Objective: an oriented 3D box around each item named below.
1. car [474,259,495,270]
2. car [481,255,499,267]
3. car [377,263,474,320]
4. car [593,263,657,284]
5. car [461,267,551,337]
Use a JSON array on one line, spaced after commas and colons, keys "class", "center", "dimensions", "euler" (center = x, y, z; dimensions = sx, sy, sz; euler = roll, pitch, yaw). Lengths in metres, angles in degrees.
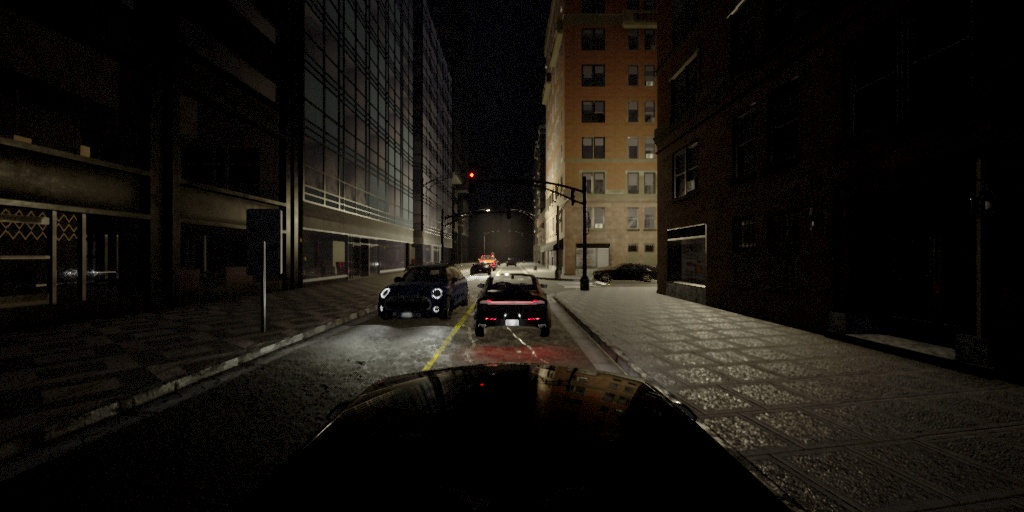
[{"class": "car", "center": [-3.210, 1.282, 38.129], "dimensions": [1.994, 1.385, 4.181], "euler": [0, 0, 0]}, {"class": "car", "center": [-3.232, 0.930, 47.548], "dimensions": [2.150, 2.045, 5.566], "euler": [0, 0, 0]}, {"class": "car", "center": [-2.866, 1.097, 12.505], "dimensions": [2.097, 1.767, 4.553], "euler": [0, 0, 4]}, {"class": "car", "center": [8.298, 1.234, 26.266], "dimensions": [4.674, 1.442, 1.812], "euler": [0, 0, 3]}, {"class": "car", "center": [0.016, 1.238, 10.256], "dimensions": [2.128, 1.511, 4.902], "euler": [0, 0, 0]}]
